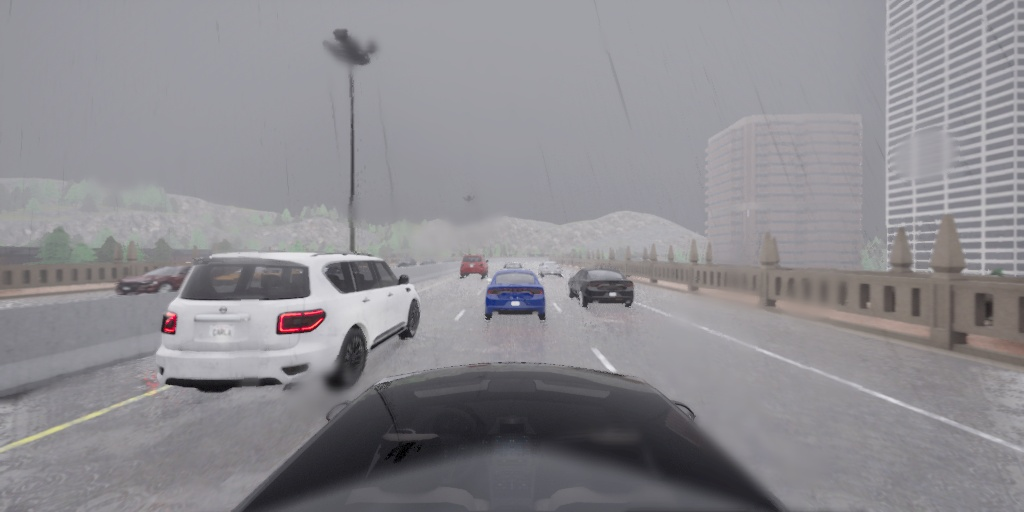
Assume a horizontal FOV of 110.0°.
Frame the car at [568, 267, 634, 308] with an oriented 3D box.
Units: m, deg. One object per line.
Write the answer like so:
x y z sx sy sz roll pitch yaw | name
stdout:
3.601 1.214 15.261 1.882 1.535 5.008 0 0 0 | car

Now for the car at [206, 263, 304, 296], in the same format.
-14.097 1.210 20.120 1.882 1.535 5.008 0 0 0 | car

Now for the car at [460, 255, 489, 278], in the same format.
-3.398 0.941 32.885 2.150 2.045 5.566 0 0 0 | car

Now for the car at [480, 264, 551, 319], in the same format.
0.101 1.217 12.790 1.882 1.535 5.008 0 0 0 | car

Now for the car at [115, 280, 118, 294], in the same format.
-17.597 1.212 18.870 1.882 1.535 5.008 0 0 0 | car

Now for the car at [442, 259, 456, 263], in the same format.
-10.540 1.197 60.234 1.837 1.490 4.892 0 0 1 | car

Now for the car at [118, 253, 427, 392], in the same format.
-3.411 0.967 6.878 2.150 2.045 5.566 0 0 0 | car

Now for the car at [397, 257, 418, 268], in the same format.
-17.536 1.045 60.303 2.097 1.767 4.553 0 0 1 | car

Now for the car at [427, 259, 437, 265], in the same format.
-14.026 1.240 60.645 2.033 1.411 5.357 0 0 1 | car

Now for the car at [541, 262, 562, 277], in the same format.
3.588 1.243 34.284 1.812 1.442 4.674 0 0 0 | car

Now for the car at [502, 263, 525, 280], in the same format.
0.101 1.321 32.081 1.895 1.301 4.718 0 0 0 | car
